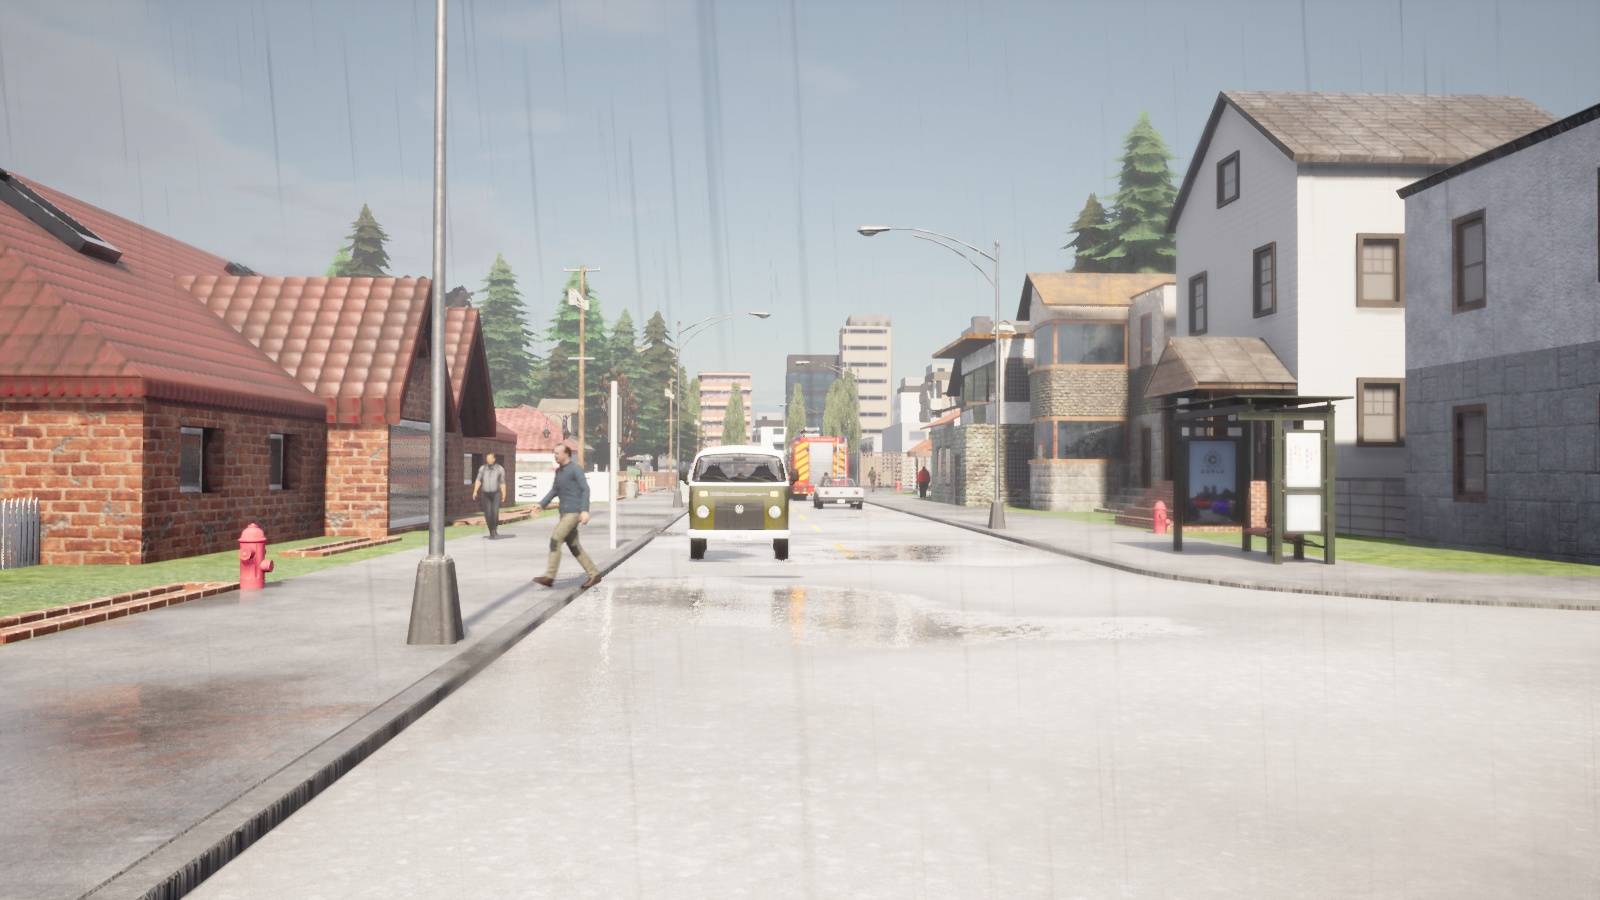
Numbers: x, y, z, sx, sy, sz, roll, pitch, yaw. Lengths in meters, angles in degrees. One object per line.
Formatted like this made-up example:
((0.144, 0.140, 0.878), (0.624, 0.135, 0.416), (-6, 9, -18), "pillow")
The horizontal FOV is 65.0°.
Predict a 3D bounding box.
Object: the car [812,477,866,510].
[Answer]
((1.585, 1.792, 52.744), (1.895, 1.301, 4.718), (0, -1, -2), "car")

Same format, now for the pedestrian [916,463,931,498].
((6.479, 1.604, 66.006), (0.634, 1.844, 0.899), (0, -1, -2), "pedestrian")

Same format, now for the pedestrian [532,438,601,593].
((-2.847, 0.789, 15.318), (0.726, 1.842, 0.402), (0, -1, -37), "pedestrian")

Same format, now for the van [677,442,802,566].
((-1.104, 0.929, 23.073), (2.069, 2.038, 4.480), (0, -1, -3), "van")

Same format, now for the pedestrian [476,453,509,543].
((-6.363, 0.985, 26.004), (0.540, 1.848, 0.694), (0, -1, -3), "pedestrian")

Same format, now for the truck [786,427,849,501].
((0.866, 0.801, 68.934), (2.891, 3.827, 8.468), (0, -1, -3), "truck")
